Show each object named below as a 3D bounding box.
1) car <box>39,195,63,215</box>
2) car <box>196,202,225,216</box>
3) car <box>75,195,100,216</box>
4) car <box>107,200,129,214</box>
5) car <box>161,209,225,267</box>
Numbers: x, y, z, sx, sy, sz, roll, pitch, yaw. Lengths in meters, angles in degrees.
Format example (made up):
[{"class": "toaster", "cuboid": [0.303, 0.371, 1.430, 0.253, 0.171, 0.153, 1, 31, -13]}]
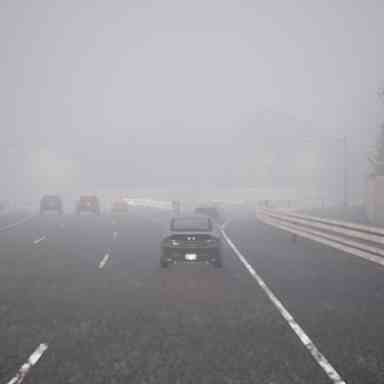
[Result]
[{"class": "car", "cuboid": [-15.162, 1.356, 35.880, 2.150, 2.045, 5.566, 0, 0, -22]}, {"class": "car", "cuboid": [1.560, 1.576, 27.825, 1.882, 1.535, 5.008, 0, 0, 13]}, {"class": "car", "cuboid": [-10.727, 1.345, 34.148, 2.150, 2.045, 5.566, 0, -1, -20]}, {"class": "car", "cuboid": [-8.565, 1.617, 38.150, 1.882, 1.535, 5.008, 0, 0, -22]}, {"class": "car", "cuboid": [-0.018, 1.546, 11.572, 1.837, 1.490, 4.892, 0, 0, 0]}]
